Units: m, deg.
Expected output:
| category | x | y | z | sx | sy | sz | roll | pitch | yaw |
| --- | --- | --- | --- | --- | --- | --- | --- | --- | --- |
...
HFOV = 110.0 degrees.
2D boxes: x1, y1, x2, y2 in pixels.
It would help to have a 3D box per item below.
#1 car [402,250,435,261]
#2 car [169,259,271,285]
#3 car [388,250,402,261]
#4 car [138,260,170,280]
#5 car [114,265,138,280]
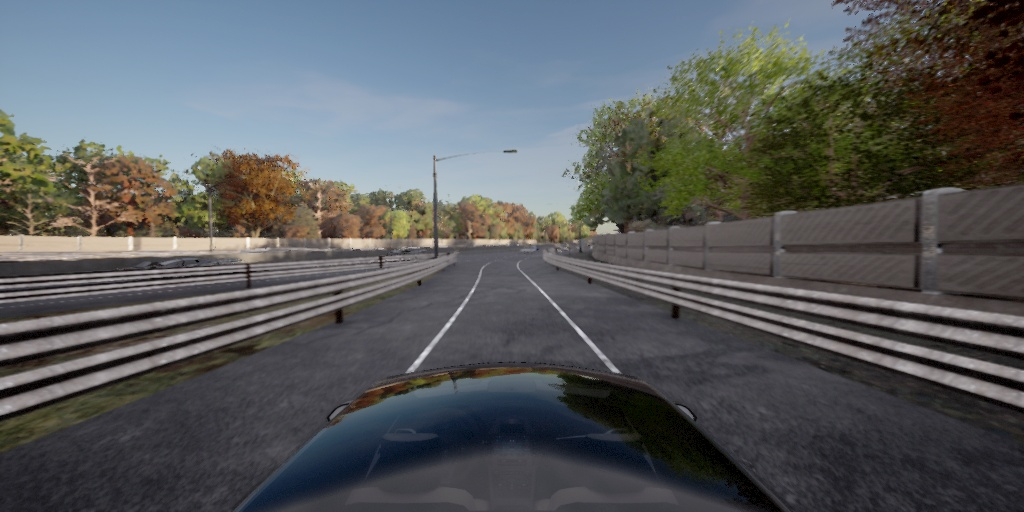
| category | x | y | z | sx | sy | sz | roll | pitch | yaw |
| --- | --- | --- | --- | --- | --- | --- | --- | --- | --- |
| car | -11.780 | -0.094 | 47.681 | 2.128 | 1.511 | 4.902 | 1 | 2 | 23 |
| car | -18.314 | 0.925 | 23.197 | 2.128 | 1.511 | 4.902 | 1 | 2 | 23 |
| car | -14.914 | -0.121 | 49.255 | 1.837 | 1.490 | 4.892 | 1 | 2 | 23 |
| car | -21.574 | 0.911 | 24.474 | 1.837 | 1.490 | 4.892 | 1 | 2 | 23 |
| car | -24.846 | 0.977 | 25.733 | 1.895 | 1.301 | 4.718 | 1 | 2 | 23 |
